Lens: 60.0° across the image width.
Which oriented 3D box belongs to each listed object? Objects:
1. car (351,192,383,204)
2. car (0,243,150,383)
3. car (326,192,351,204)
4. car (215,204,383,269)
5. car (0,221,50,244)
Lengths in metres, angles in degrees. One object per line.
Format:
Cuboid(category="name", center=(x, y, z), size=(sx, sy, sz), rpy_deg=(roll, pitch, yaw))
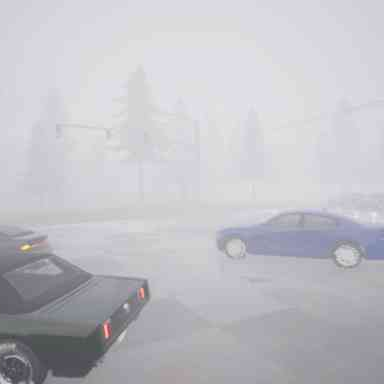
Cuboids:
Cuboid(category="car", center=(16.356, 0.777, 28.749), size=(4.892, 1.490, 1.837), rpy_deg=(-1, 1, -29))
Cuboid(category="car", center=(-3.099, 1.565, 4.595), size=(4.718, 1.301, 1.895), rpy_deg=(-1, 1, 9))
Cuboid(category="car", center=(15.054, 0.743, 32.029), size=(4.892, 1.490, 1.837), rpy_deg=(-1, 1, -29))
Cuboid(category="car", center=(3.144, 1.256, 10.153), size=(5.008, 1.535, 1.882), rpy_deg=(0, 0, 25))
Cuboid(category="car", center=(-5.975, 1.457, 8.048), size=(4.892, 1.490, 1.837), rpy_deg=(-1, 0, -2))
